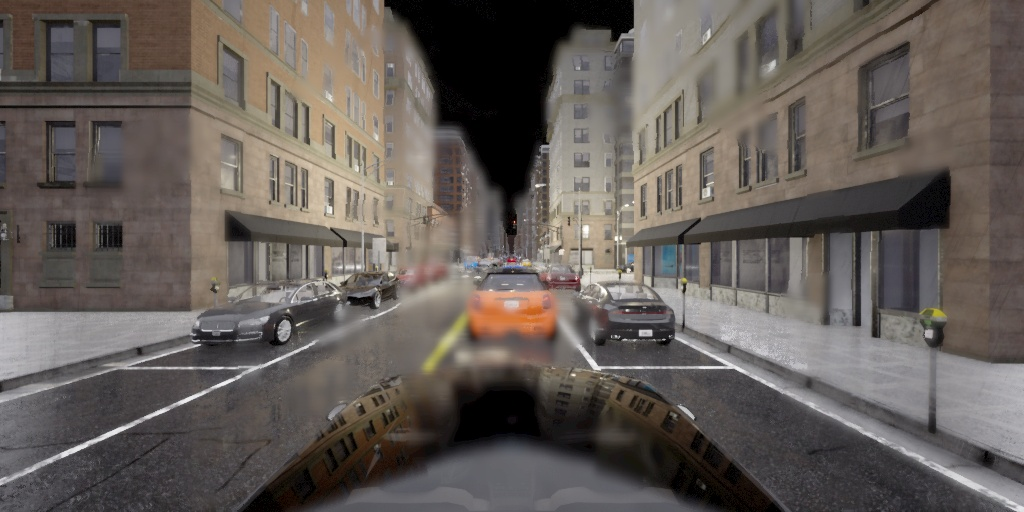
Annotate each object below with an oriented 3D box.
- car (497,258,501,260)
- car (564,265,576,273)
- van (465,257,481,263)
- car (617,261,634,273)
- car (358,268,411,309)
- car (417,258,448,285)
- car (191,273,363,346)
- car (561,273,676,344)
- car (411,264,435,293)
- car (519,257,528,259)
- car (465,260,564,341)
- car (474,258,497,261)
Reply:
[{"bbox_3d":[-3.129,1.338,57.020,1.895,1.301,4.718,0,0,0],"label":"car"},{"bbox_3d":[2.657,1.187,20.378,1.967,1.591,4.097,0,0,0],"label":"car"},{"bbox_3d":[-5.892,1.079,52.818,1.690,1.789,3.998,0,0,0],"label":"van"},{"bbox_3d":[14.539,1.238,41.012,4.892,1.490,1.837,0,0,1],"label":"car"},{"bbox_3d":[-5.865,1.314,14.823,1.948,1.339,4.313,0,0,0],"label":"car"},{"bbox_3d":[-5.873,1.061,25.870,2.192,1.841,5.009,0,0,0],"label":"car"},{"bbox_3d":[-5.861,1.300,9.299,2.007,1.370,4.403,0,0,0],"label":"car"},{"bbox_3d":[2.665,1.300,9.328,2.007,1.370,4.403,0,0,0],"label":"car"},{"bbox_3d":[-5.869,1.330,20.347,1.802,1.307,4.207,0,0,0],"label":"car"},{"bbox_3d":[2.626,1.260,64.209,1.751,1.417,4.829,0,0,0],"label":"car"},{"bbox_3d":[0.014,1.101,9.987,2.097,1.767,4.553,0,0,0],"label":"car"},{"bbox_3d":[-3.127,1.264,42.299,1.812,1.442,4.674,0,0,0],"label":"car"}]
